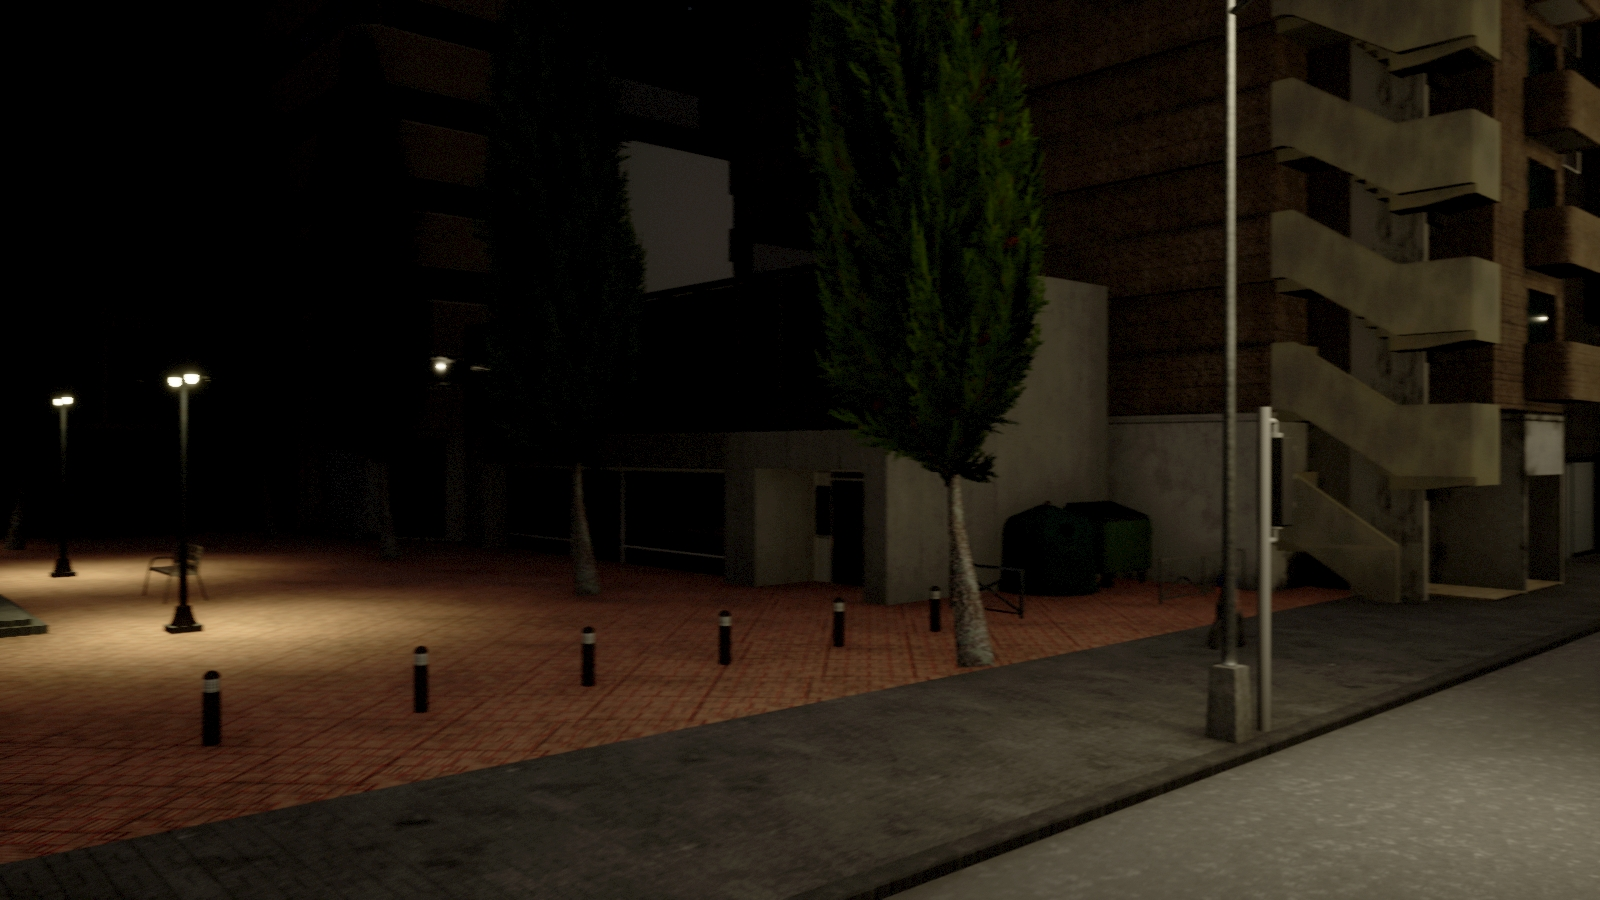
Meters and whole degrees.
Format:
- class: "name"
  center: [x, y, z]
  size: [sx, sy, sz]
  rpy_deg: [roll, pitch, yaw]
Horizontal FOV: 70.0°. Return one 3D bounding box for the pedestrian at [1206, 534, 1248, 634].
- class: "pedestrian"
  center: [5.814, 1.812, 15.563]
  size: [0.375, 1.300, 0.375]
  rpy_deg: [0, 0, -32]
